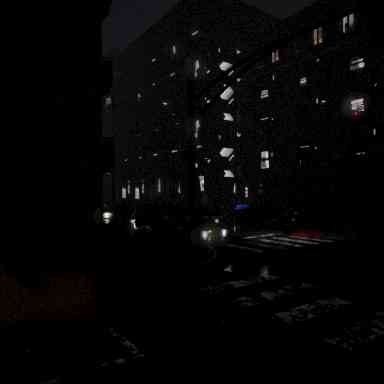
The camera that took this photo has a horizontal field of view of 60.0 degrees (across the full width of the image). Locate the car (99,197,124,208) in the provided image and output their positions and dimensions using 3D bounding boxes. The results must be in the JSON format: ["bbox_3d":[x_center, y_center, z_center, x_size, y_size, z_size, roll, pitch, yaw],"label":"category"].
[{"bbox_3d":[-11.616,1.463,47.858,1.887,1.381,4.507,-1,0,-36],"label":"car"}]

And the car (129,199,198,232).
[{"bbox_3d":[-1.826,1.441,20.026,1.967,1.590,4.097,0,0,-36],"label":"car"}]

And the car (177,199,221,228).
[{"bbox_3d":[0.043,1.473,21.859,2.128,1.511,4.902,-1,0,-36],"label":"car"}]

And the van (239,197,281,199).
[{"bbox_3d":[4.975,1.281,24.922,1.690,1.788,3.998,0,0,-36],"label":"van"}]

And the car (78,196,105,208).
[{"bbox_3d":[-14.266,1.430,47.010,2.128,1.511,4.902,-1,0,-36],"label":"car"}]

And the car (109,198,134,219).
[{"bbox_3d":[-5.350,1.533,29.308,1.994,1.385,4.181,-1,0,-37],"label":"car"}]

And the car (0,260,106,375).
[{"bbox_3d":[-3.559,1.525,4.030,4.829,1.417,1.752,0,0,-35],"label":"car"}]

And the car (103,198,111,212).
[{"bbox_3d":[-11.337,1.439,37.608,1.882,1.535,5.008,-1,0,-36],"label":"car"}]

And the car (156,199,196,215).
[{"bbox_3d":[-1.761,1.450,34.235,1.752,1.417,4.829,0,0,-36],"label":"car"}]

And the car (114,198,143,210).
[{"bbox_3d":[-8.298,1.463,43.271,1.887,1.381,4.507,-1,0,-36],"label":"car"}]

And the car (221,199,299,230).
[{"bbox_3d":[4.411,1.440,21.294,1.882,1.535,5.008,-1,1,-37],"label":"car"}]
